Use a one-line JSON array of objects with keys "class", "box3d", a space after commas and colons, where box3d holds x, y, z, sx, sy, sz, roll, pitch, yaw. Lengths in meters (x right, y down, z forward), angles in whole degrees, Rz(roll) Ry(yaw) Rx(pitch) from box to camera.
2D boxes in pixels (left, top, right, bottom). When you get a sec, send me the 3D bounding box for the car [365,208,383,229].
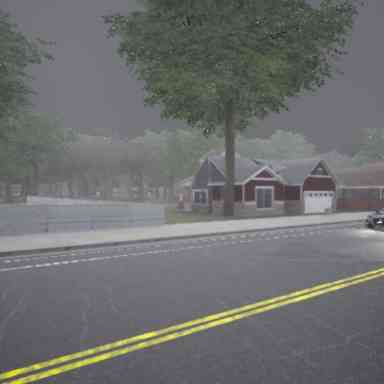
[{"class": "car", "box3d": [12.688, 1.614, 20.812, 4.181, 1.385, 1.994, 0, 0, -36]}]
